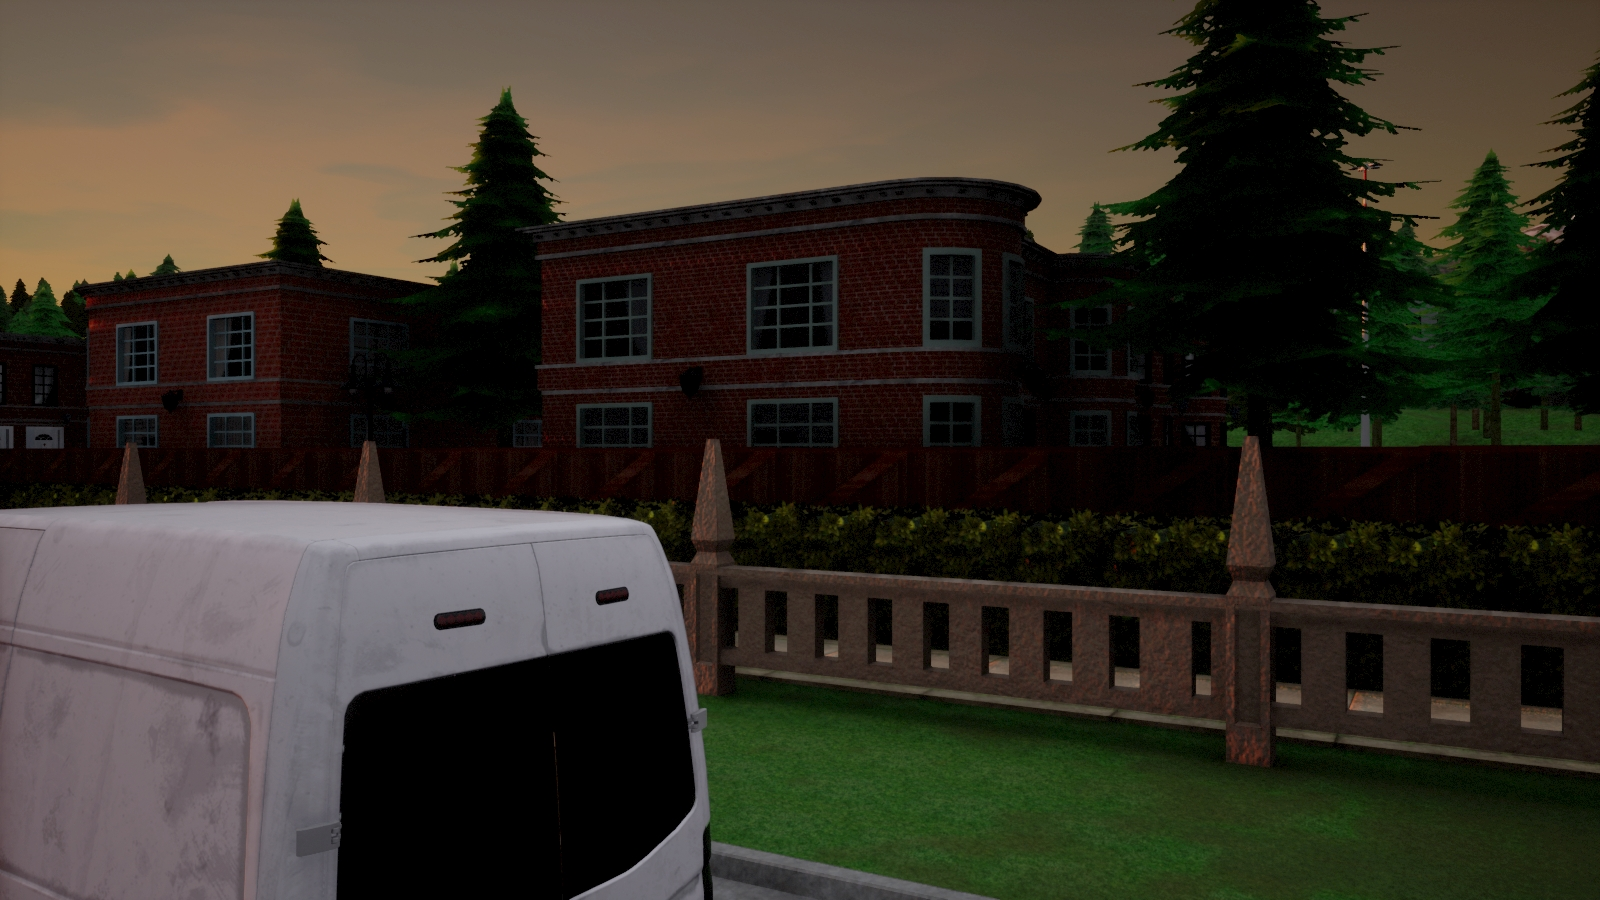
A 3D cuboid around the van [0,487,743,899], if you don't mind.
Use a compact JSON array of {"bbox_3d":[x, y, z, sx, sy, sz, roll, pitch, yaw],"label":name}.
[{"bbox_3d":[-3.240,1.534,5.467,5.915,2.561,1.988,0,0,34],"label":"van"}]
